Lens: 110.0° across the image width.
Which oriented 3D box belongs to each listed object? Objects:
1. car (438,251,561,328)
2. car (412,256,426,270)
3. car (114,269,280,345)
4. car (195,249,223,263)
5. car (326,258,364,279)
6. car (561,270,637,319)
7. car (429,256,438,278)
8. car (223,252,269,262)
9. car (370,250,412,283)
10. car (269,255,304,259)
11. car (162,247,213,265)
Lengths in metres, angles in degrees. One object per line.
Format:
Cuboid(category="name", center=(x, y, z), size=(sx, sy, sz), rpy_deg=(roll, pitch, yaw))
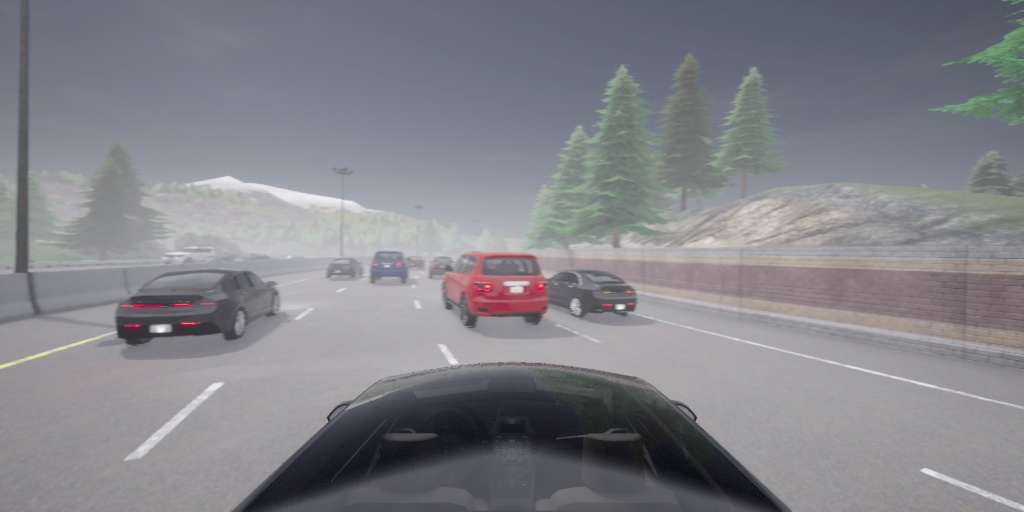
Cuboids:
Cuboid(category="car", center=(-0.786, 0.886, 11.367), size=(2.150, 2.045, 5.566), rpy_deg=(1, 0, -20))
Cuboid(category="car", center=(-11.037, 0.720, 41.150), size=(1.882, 1.535, 5.008), rpy_deg=(1, 1, -7))
Cuboid(category="car", center=(-7.301, 1.055, 8.888), size=(1.837, 1.490, 4.892), rpy_deg=(1, 1, -20))
Cuboid(category="car", center=(-32.280, 0.308, 40.310), size=(2.128, 1.511, 4.902), rpy_deg=(1, 0, -6))
Cuboid(category="car", center=(-12.242, 0.849, 26.419), size=(1.812, 1.442, 4.674), rpy_deg=(1, 0, -13))
Cuboid(category="car", center=(2.404, 1.223, 12.912), size=(1.837, 1.490, 4.892), rpy_deg=(1, 0, -20))
Cuboid(category="car", center=(-5.586, 0.794, 28.833), size=(2.097, 1.767, 4.553), rpy_deg=(1, 0, -12))
Cuboid(category="car", center=(-28.679, 0.387, 39.521), size=(2.128, 1.511, 4.902), rpy_deg=(1, 0, -6))
Cuboid(category="car", center=(-8.102, 0.648, 24.033), size=(2.150, 2.045, 5.566), rpy_deg=(1, 1, -14))
Cuboid(category="car", center=(-25.345, 0.550, 41.257), size=(1.895, 1.301, 4.718), rpy_deg=(1, 0, -6))
Cuboid(category="car", center=(-35.758, -0.030, 39.968), size=(2.150, 2.045, 5.566), rpy_deg=(1, 0, -6))
